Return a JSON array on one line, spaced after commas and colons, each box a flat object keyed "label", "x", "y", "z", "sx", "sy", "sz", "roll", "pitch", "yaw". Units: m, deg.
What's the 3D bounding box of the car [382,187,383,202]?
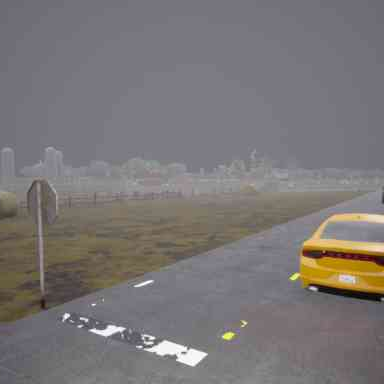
[{"label": "car", "x": 20.068, "y": 0.054, "z": 32.760, "sx": 2.150, "sy": 2.045, "sz": 5.566, "roll": 0, "pitch": 2, "yaw": 33}]

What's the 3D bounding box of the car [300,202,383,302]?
[{"label": "car", "x": 3.944, "y": 1.231, "z": 7.673, "sx": 1.882, "sy": 1.535, "sz": 5.008, "roll": 0, "pitch": 2, "yaw": 33}]
